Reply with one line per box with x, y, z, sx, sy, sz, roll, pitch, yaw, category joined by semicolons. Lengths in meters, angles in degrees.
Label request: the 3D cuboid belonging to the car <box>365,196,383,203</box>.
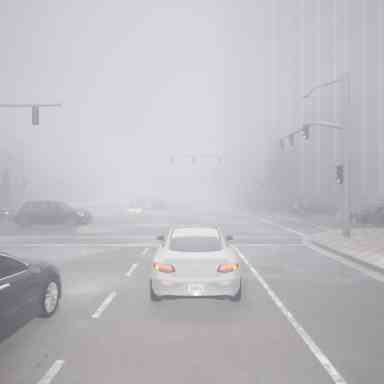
17.709;1.221;29.005;5.566;2.045;2.150;0;0;0;car

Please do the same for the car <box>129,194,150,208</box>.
-7.823;1.491;47.927;2.128;1.511;4.902;0;0;-1;car

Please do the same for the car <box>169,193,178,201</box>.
-4.752;1.225;85.440;2.150;2.045;5.566;0;0;-1;car

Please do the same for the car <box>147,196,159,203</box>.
-8.015;1.564;67.938;1.994;1.385;4.181;0;0;0;car

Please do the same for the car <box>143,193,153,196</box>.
-7.946;1.221;57.819;2.150;2.045;5.566;0;0;-1;car

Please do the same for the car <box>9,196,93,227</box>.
-8.855;1.352;21.606;4.553;1.767;2.097;0;0;0;car

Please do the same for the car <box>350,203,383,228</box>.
12.880;1.601;21.769;4.718;1.301;1.895;0;0;0;car

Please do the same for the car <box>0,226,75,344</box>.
-3.436;1.505;4.516;1.837;1.490;4.892;0;0;0;car

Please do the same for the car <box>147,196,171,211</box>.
-4.062;1.525;41.168;1.812;1.442;4.674;0;0;1;car

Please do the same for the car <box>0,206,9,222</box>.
-15.603;1.507;25.055;4.892;1.490;1.837;-1;0;0;car

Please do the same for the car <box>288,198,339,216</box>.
11.770;1.352;32.461;4.553;1.767;2.097;0;0;0;car

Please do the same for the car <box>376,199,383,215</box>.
20.995;1.478;32.527;5.008;1.535;1.882;0;0;0;car

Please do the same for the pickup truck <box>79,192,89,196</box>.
-24.662;1.059;70.217;2.390;2.098;6.274;0;0;30;pickup truck

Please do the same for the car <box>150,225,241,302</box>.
0.077;1.526;8.166;1.812;1.442;4.674;0;0;0;car
